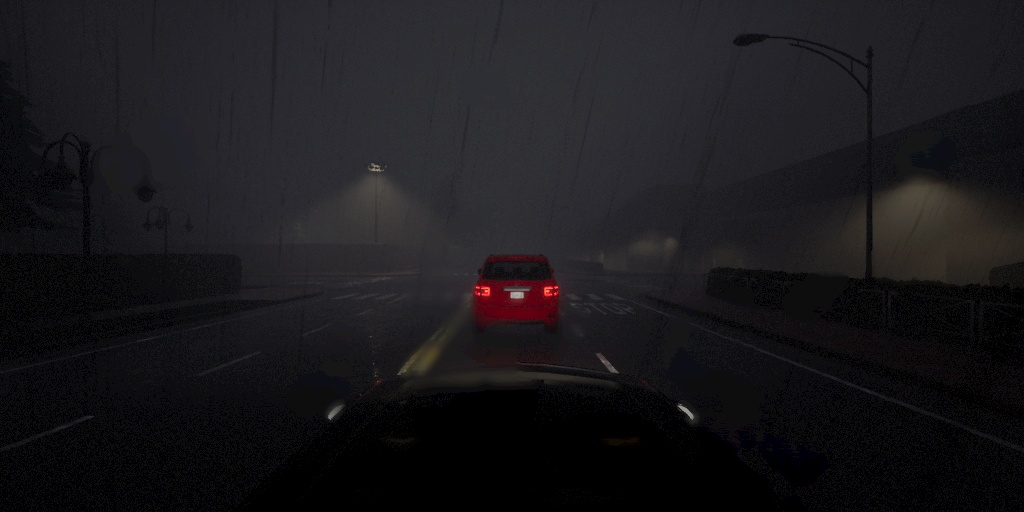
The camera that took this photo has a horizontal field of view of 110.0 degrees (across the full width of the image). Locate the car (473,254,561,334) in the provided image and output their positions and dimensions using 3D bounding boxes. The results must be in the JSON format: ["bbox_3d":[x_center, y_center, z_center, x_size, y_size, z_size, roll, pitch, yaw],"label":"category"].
[{"bbox_3d":[0.120,0.971,10.727,2.150,2.045,5.566,0,0,0],"label":"car"}]

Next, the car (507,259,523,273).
[{"bbox_3d":[0.350,1.228,45.580,1.882,1.535,5.008,0,0,1],"label":"car"}]
